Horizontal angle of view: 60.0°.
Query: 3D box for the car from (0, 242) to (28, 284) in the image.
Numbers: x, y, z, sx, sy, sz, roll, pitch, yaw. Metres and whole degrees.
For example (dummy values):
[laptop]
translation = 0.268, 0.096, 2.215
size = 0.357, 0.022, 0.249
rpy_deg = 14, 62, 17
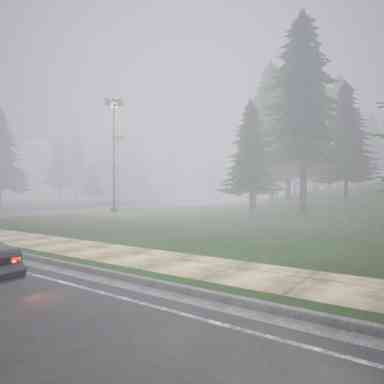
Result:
[car]
translation = -6.267, 1.547, 8.301
size = 5.357, 1.411, 2.033
rpy_deg = 0, 0, 35
